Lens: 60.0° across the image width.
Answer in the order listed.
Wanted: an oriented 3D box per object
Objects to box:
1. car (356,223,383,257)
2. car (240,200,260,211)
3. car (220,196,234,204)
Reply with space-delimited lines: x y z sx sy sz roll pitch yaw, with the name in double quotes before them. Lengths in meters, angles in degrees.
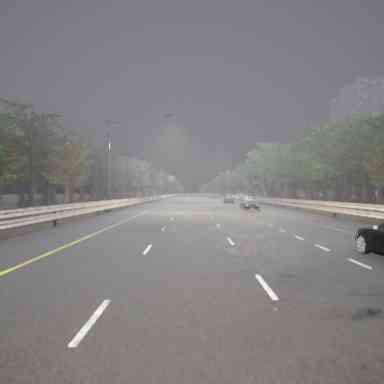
"car" 7.006 1.496 10.366 1.882 1.535 5.008 0 0 0
"car" 7.074 1.629 41.229 1.895 1.301 4.718 0 0 0
"car" 7.193 1.578 66.169 1.812 1.442 4.674 0 0 0
